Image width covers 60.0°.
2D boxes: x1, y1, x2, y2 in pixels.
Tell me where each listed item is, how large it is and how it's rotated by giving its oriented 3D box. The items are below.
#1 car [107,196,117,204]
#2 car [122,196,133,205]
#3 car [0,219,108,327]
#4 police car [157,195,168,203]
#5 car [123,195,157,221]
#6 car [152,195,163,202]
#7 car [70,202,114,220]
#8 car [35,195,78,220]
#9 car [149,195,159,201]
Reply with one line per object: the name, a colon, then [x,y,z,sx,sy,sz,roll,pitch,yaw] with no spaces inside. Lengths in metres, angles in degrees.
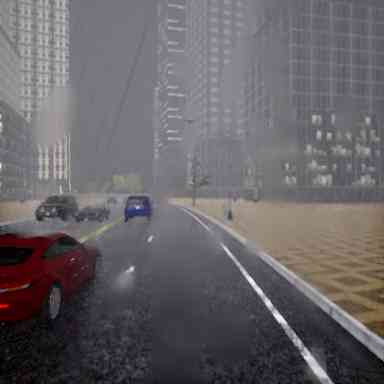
car: [-16.585,1.662,69.072,1.882,1.535,5.008,0,0,-11]
car: [-12.839,1.683,66.752,2.128,1.511,4.902,0,0,-10]
car: [-3.293,1.547,6.999,1.812,1.442,4.674,0,0,-1]
police car: [-6.599,1.616,73.844,1.930,1.638,5.238,0,0,-12]
car: [-4.306,1.293,27.737,2.150,2.045,5.566,0,0,-4]
car: [-8.736,1.571,83.633,2.097,1.767,4.553,0,0,-13]
car: [-7.617,1.672,25.769,1.895,1.301,4.718,0,0,-4]
car: [-11.017,1.301,27.664,2.150,2.045,5.566,0,0,-5]
car: [-10.163,1.589,89.558,2.097,1.767,4.553,0,0,-14]
